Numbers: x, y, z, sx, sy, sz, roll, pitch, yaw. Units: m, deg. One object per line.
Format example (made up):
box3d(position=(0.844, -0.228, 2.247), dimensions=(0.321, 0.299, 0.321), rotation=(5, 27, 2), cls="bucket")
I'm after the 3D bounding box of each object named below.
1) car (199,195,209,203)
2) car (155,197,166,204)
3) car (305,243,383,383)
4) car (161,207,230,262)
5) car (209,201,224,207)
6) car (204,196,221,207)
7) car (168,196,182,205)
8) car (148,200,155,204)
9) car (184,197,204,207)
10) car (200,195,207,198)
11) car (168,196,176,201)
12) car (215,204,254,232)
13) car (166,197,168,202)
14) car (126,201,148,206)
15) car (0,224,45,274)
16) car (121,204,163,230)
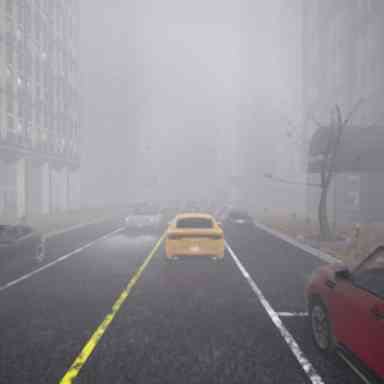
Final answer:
box3d(position=(2.682, 1.630, 77.300), dimensions=(2.192, 1.841, 5.009), rotation=(-1, 0, 0), cls="car")
box3d(position=(-5.682, 1.759, 54.491), dimensions=(1.752, 1.417, 4.829), rotation=(-1, 0, 0), cls="car")
box3d(position=(2.713, 1.330, 3.047), dimensions=(2.192, 1.841, 5.009), rotation=(-1, 0, 0), cls="car")
box3d(position=(0.097, 1.535, 12.329), dimensions=(1.882, 1.535, 5.008), rotation=(0, 0, 0), cls="car")
box3d(position=(2.681, 1.671, 26.229), dimensions=(2.008, 1.369, 4.403), rotation=(-1, 0, 0), cls="car")
box3d(position=(2.680, 1.609, 37.578), dimensions=(1.967, 1.590, 4.097), rotation=(-1, 0, 0), cls="car")
box3d(position=(-3.022, 1.827, 63.200), dimensions=(1.994, 1.385, 4.181), rotation=(0, 0, 1), cls="car")
box3d(position=(-5.665, 1.736, 37.639), dimensions=(1.947, 1.339, 4.313), rotation=(-1, 0, 0), cls="car")
box3d(position=(0.104, 1.674, 37.697), dimensions=(1.837, 1.490, 4.892), rotation=(0, 0, 0), cls="car")
box3d(position=(2.358, 1.793, 63.733), dimensions=(1.812, 1.442, 4.674), rotation=(0, 0, 0), cls="car")
box3d(position=(-5.692, 1.931, 94.380), dimensions=(1.947, 1.339, 4.313), rotation=(-1, 0, 0), cls="car")
box3d(position=(2.680, 1.660, 20.555), dimensions=(1.947, 1.339, 4.313), rotation=(-1, 0, 0), cls="car")
box3d(position=(-5.695, 1.866, 77.357), dimensions=(2.008, 1.369, 4.403), rotation=(-1, 0, 0), cls="car")
box3d(position=(-5.666, 1.727, 31.965), dimensions=(1.802, 1.307, 4.206), rotation=(-1, 0, 0), cls="car")
box3d(position=(-5.669, 1.609, 9.270), dimensions=(1.947, 1.339, 4.313), rotation=(-1, 0, 0), cls="car")
box3d(position=(-3.097, 1.701, 21.848), dimensions=(1.895, 1.301, 4.718), rotation=(0, 0, 0), cls="car")
